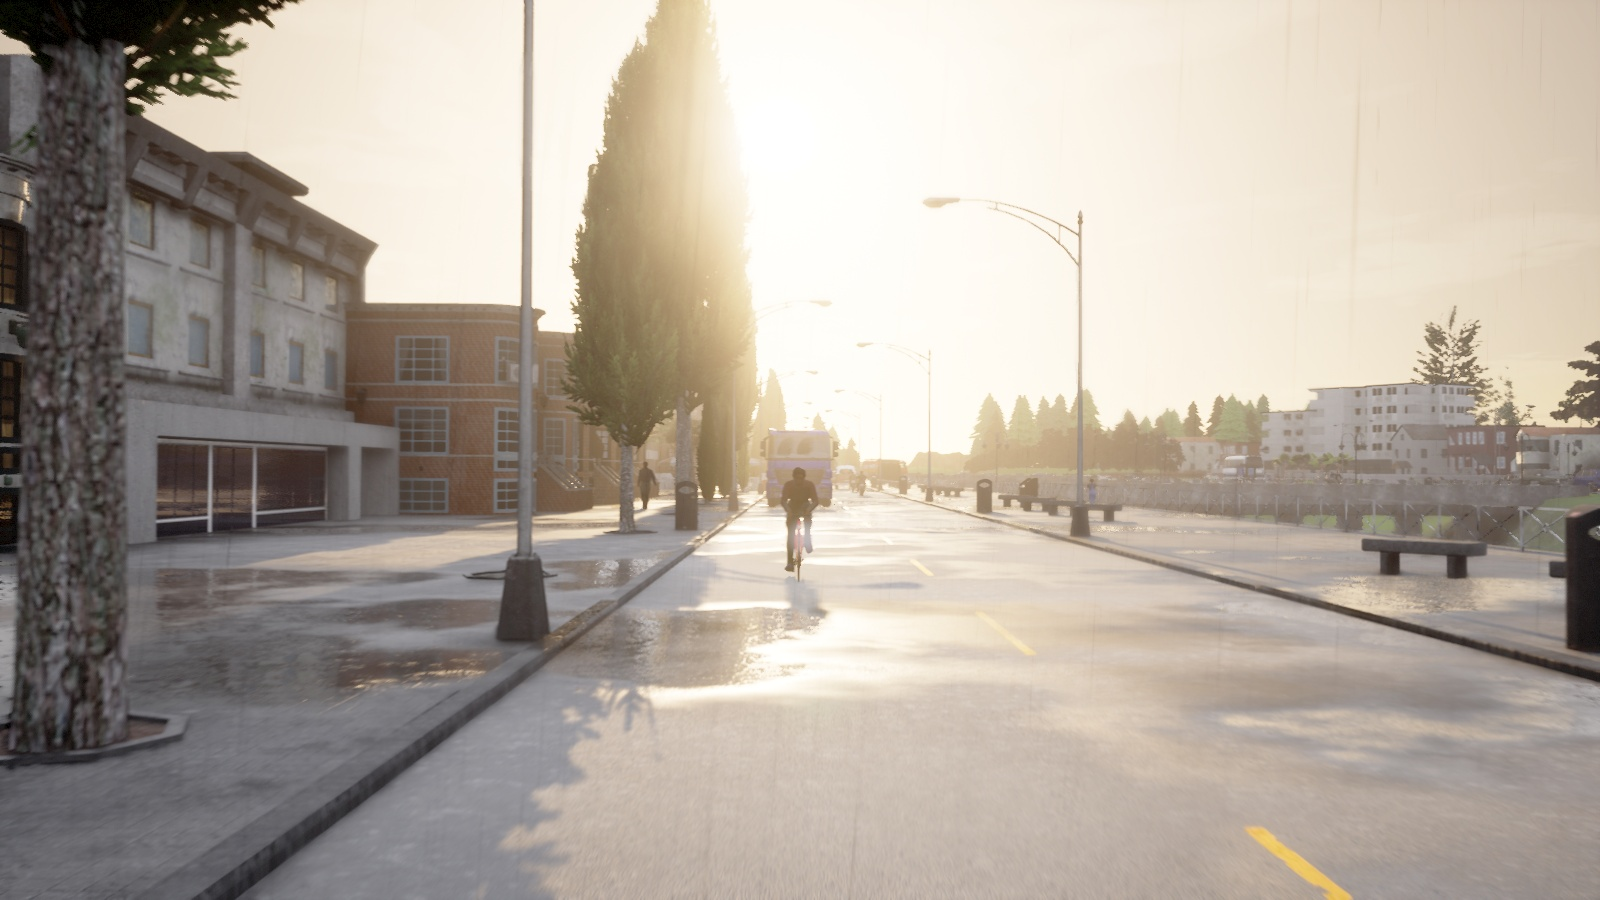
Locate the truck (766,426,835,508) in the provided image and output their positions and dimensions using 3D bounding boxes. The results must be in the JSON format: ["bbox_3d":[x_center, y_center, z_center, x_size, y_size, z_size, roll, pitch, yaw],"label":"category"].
[{"bbox_3d":[0.022,0.794,57.446,2.891,3.462,7.936,0,-1,0],"label":"truck"}]

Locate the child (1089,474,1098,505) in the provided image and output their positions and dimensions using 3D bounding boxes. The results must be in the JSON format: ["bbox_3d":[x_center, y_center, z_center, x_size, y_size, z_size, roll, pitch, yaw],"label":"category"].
[{"bbox_3d":[11.942,1.619,51.145,0.270,1.263,0.437,0,-1,1],"label":"child"}]

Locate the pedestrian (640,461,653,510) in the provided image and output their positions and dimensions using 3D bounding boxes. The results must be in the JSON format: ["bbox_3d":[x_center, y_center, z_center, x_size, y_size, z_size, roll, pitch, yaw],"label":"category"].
[{"bbox_3d":[-5.709,1.323,46.774,0.370,1.835,0.726,0,-1,1],"label":"pedestrian"}]

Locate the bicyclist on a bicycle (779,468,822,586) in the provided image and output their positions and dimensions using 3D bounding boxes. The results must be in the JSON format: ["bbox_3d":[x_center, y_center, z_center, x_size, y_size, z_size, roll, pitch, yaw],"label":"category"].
[{"bbox_3d":[0.008,1.070,18.054,0.582,1.620,1.656,0,-1,0],"label":"bicyclist on a bicycle"}]
